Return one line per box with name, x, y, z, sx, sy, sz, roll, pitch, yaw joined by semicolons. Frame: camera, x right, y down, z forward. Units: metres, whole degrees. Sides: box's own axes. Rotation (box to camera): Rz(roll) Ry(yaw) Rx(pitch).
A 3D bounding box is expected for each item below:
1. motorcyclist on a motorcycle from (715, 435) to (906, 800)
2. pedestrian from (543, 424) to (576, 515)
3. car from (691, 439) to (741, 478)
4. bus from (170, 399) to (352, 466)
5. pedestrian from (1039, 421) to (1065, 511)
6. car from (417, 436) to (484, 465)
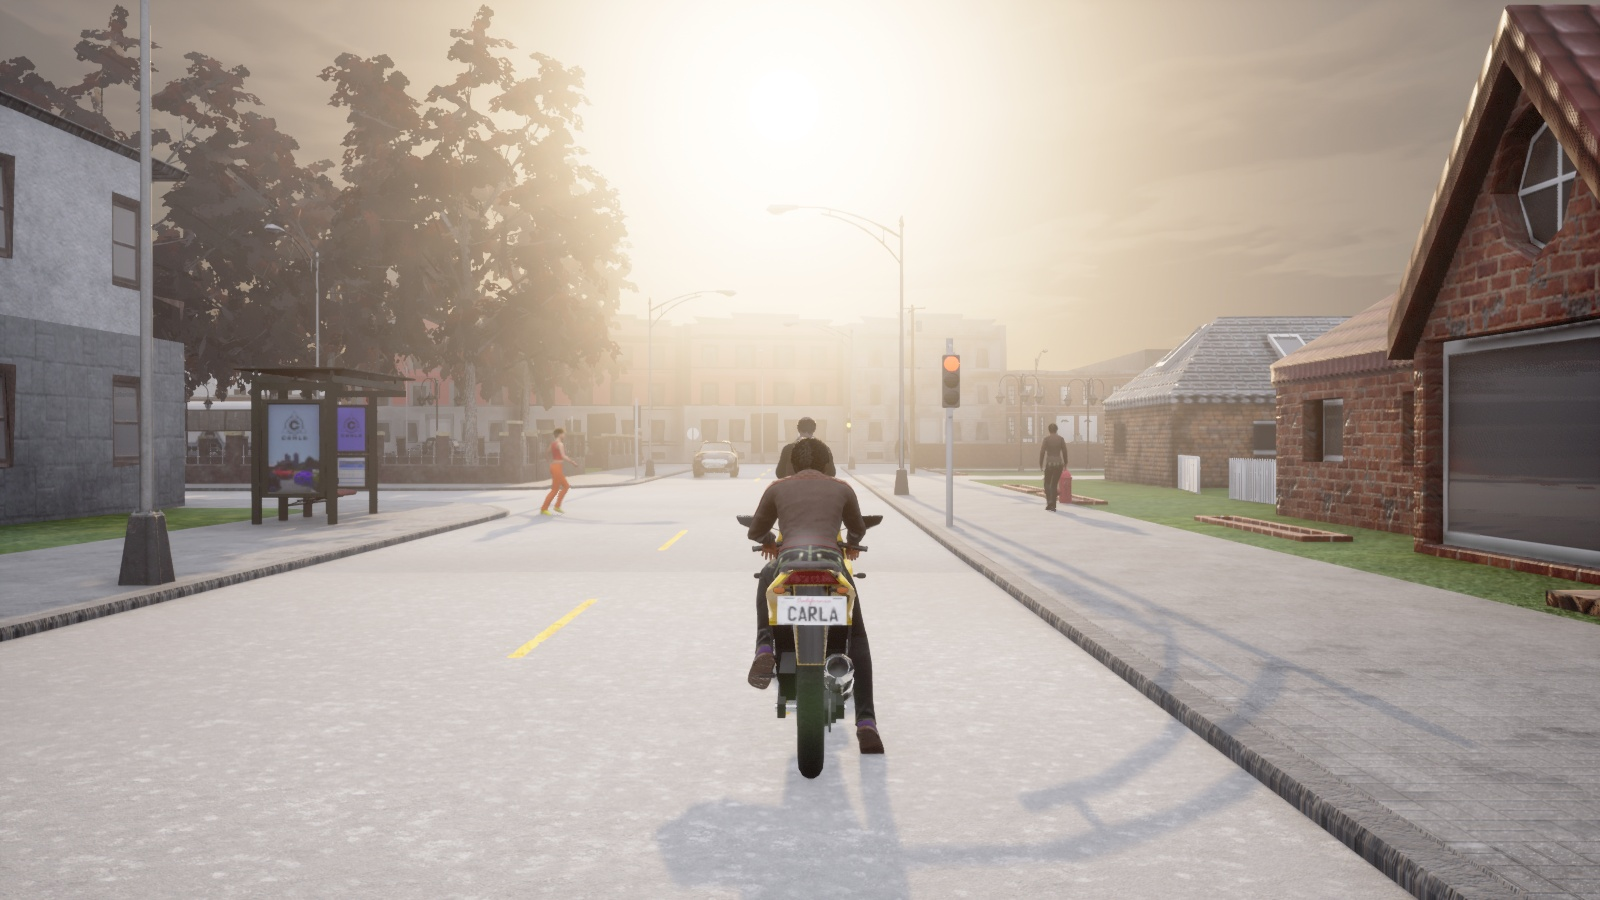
motorcyclist on a motorcycle;0.049;0.693;6.256;0.797;1.523;2.044;0;0;0
pedestrian;-4.924;0.394;25.725;0.594;1.836;0.345;0;0;-24
car;-3.748;0.354;56.532;2.033;1.649;4.856;0;0;-1
bus;-35.270;-1.124;82.490;10.273;4.253;3.944;0;0;1
pedestrian;5.107;0.316;25.461;0.328;1.805;0.869;0;0;-2
car;-22.915;0.058;82.453;3.866;1.878;1.905;0;0;1
